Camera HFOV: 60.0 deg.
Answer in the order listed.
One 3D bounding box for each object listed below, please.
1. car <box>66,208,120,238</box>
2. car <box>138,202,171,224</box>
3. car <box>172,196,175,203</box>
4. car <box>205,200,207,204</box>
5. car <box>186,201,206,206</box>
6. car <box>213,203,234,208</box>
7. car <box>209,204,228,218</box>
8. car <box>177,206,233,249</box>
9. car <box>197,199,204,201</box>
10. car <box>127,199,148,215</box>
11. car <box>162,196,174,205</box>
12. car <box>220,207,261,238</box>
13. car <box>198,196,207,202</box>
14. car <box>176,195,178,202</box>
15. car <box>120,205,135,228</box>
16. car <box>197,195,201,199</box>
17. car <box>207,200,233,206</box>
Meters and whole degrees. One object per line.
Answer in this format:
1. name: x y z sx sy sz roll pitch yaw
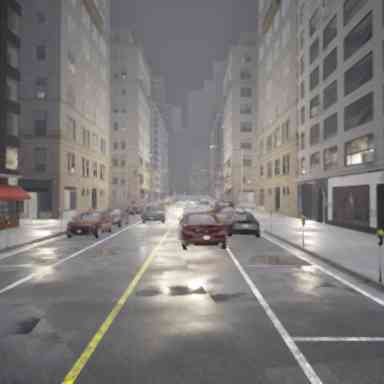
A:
1. car: -5.751 1.775 19.188 1.887 1.381 4.507 0 -1 0
2. car: -3.080 1.831 28.140 1.837 1.490 4.892 0 -1 0
3. car: -5.710 2.149 78.926 1.967 1.590 4.097 1 0 0
4. car: 2.790 1.977 41.556 1.752 1.417 4.829 0 0 0
5. car: 0.117 1.876 30.611 1.812 1.442 4.674 0 -1 0
6. car: 2.780 1.817 24.897 1.752 1.417 4.829 0 -1 0
7. car: 2.786 1.983 35.831 1.802 1.307 4.206 0 0 0
8. car: 0.376 1.666 15.569 1.882 1.535 5.008 0 -1 -5
9. car: 0.096 1.938 40.882 2.128 1.511 4.902 0 0 0
10. car: -5.738 1.715 35.847 2.192 1.841 5.009 0 -1 0
11. car: -5.715 2.223 73.501 1.887 1.381 4.507 0 0 0
12. car: 2.775 1.797 19.176 1.947 1.339 4.313 0 -1 0
13. car: 2.810 2.230 73.489 2.008 1.369 4.403 0 0 0
14. car: -5.700 2.223 95.196 1.967 1.590 4.097 1 0 0
15. car: -5.747 1.871 24.739 1.802 1.307 4.206 0 -1 0
16. car: 2.818 2.262 84.506 1.752 1.417 4.829 1 0 0
17. car: 2.784 1.663 30.283 2.192 1.841 5.009 0 -1 0
